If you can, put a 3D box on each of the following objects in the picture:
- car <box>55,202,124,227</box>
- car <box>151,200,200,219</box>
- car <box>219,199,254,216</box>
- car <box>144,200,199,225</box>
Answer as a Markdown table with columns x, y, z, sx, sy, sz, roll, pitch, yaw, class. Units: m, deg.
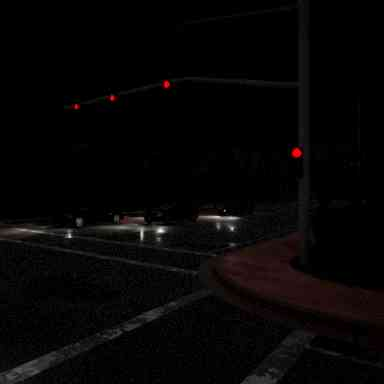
| x | y | z | sx | sy | sz | roll | pitch | yaw | class |
| --- | --- | --- | --- | --- | --- | --- | --- | --- | --- |
| -6.940 | 1.476 | 22.956 | 1.882 | 1.535 | 5.008 | 0 | 0 | 36 | car |
| -1.409 | 1.503 | 30.671 | 1.837 | 1.490 | 4.892 | 0 | 0 | 36 | car |
| 4.436 | 1.503 | 32.786 | 1.837 | 1.490 | 4.892 | 0 | 0 | 36 | car |
| -1.424 | 1.476 | 24.647 | 1.882 | 1.535 | 5.008 | 0 | 0 | 36 | car |
